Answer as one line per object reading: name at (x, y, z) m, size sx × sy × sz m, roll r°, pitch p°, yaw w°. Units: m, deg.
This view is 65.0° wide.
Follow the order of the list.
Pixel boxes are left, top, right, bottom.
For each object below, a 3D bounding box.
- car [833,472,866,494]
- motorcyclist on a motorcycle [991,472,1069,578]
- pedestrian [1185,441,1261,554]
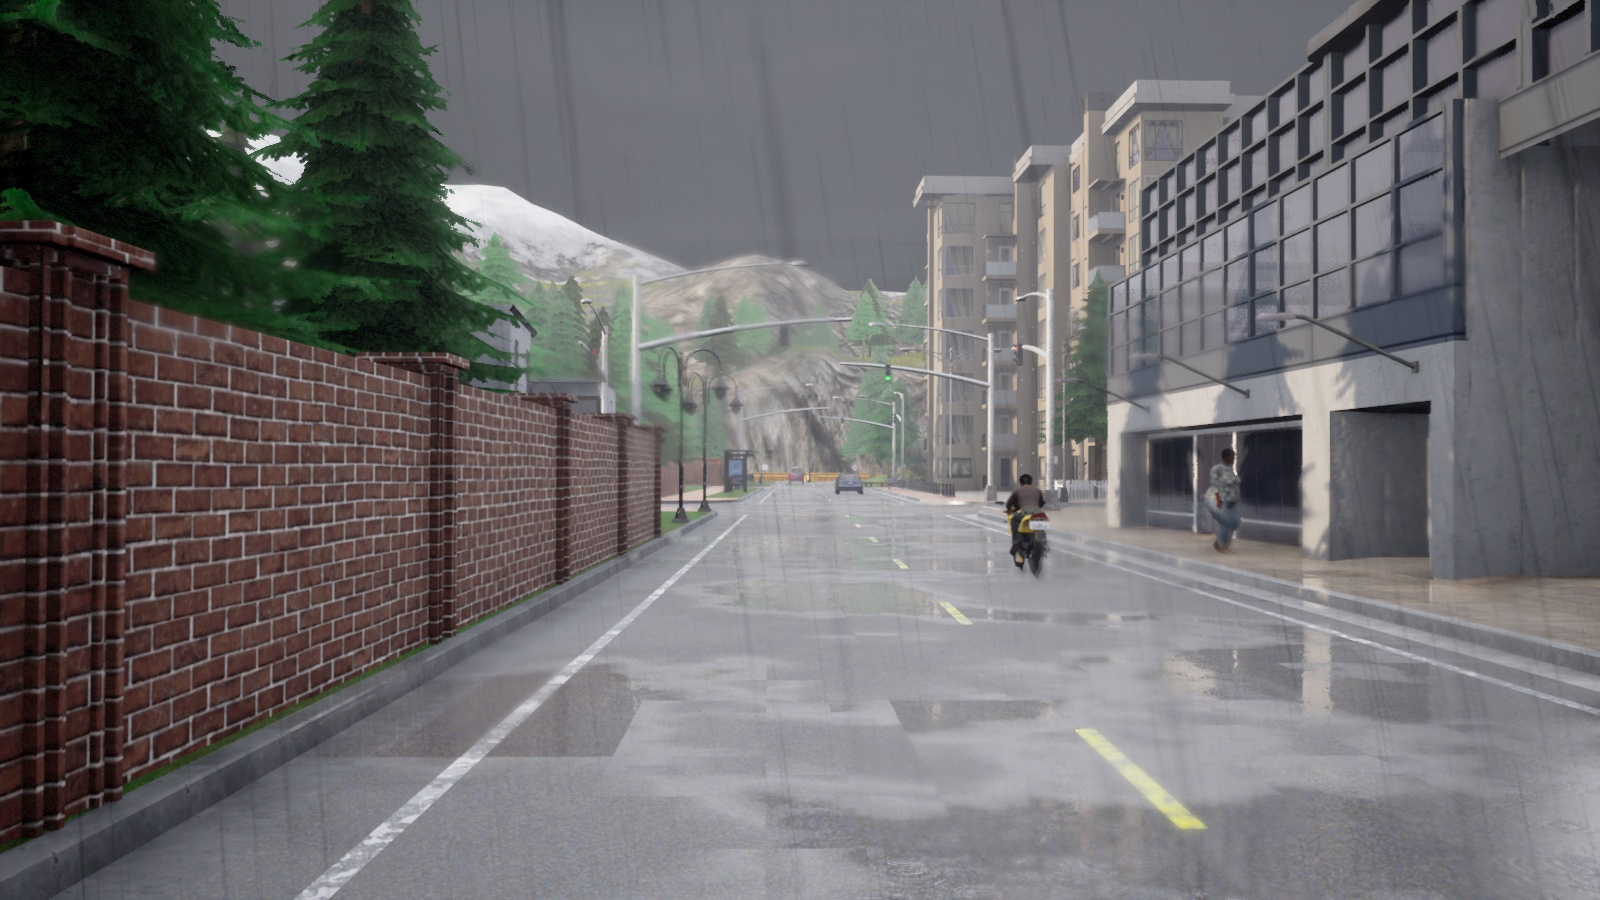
car at (3.301, 2.222, 84.606) m, size 2.033 × 1.411 × 5.357 m, roll 0°, pitch -1°, yaw 0°
motorcyclist on a motorcycle at (3.455, 1.092, 19.069) m, size 0.797 × 1.523 × 2.044 m, roll 0°, pitch -1°, yaw 0°
pedestrian at (7.158, 0.791, 21.265) m, size 0.874 × 1.855 × 0.900 m, roll 1°, pitch -1°, yaw -45°
